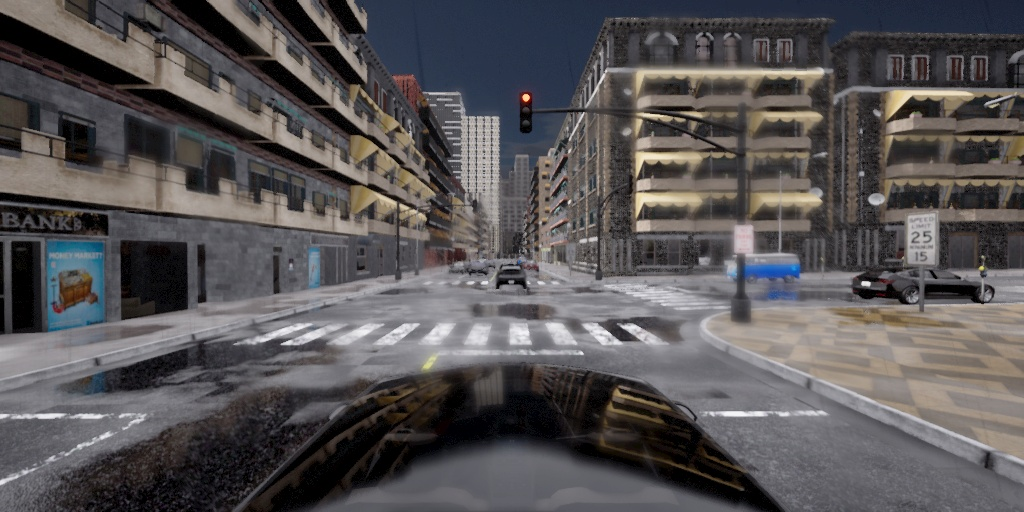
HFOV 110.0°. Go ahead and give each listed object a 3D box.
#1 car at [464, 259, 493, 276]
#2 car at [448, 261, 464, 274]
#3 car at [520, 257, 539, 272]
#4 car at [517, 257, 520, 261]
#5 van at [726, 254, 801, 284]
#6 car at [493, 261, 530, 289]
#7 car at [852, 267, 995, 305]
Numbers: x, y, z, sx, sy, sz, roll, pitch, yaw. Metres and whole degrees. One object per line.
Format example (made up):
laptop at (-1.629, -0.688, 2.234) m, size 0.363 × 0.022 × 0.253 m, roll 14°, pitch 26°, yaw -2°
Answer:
car at (-3.359, 1.288, 36.721) m, size 2.033 × 1.411 × 5.357 m, roll 0°, pitch 0°, yaw 0°
car at (-5.975, 1.291, 39.937) m, size 2.007 × 1.370 × 4.403 m, roll 0°, pitch 0°, yaw 0°
car at (2.364, 1.182, 45.522) m, size 1.967 × 1.591 × 4.097 m, roll 0°, pitch 0°, yaw 0°
car at (2.240, 1.297, 62.105) m, size 2.007 × 1.370 × 4.403 m, roll 0°, pitch 0°, yaw 0°
van at (15.505, 0.775, 22.214) m, size 3.998 × 1.789 × 1.690 m, roll 0°, pitch 0°, yaw -1°
car at (-0.061, 1.246, 23.181) m, size 1.837 × 1.490 × 4.892 m, roll 0°, pitch 0°, yaw 0°
car at (15.686, 1.073, 13.836) m, size 4.313 × 1.339 × 1.948 m, roll 0°, pitch 0°, yaw -1°
